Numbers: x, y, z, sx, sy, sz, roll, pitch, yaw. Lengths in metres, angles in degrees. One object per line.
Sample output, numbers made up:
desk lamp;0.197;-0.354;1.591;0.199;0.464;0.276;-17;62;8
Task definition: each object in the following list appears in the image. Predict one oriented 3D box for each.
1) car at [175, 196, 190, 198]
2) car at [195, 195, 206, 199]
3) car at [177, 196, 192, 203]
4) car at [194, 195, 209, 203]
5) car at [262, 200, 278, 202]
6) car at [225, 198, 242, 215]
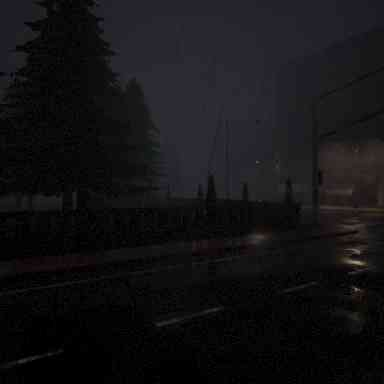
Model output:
car;-1.847;1.453;49.046;1.812;1.442;4.674;0;0;-10
car;1.728;1.526;48.722;1.895;1.301;4.718;0;0;-11
car;-1.433;1.489;67.798;1.812;1.442;4.674;0;0;14
car;1.956;1.412;66.919;1.882;1.535;5.008;0;0;14
car;8.027;1.492;34.134;1.994;1.385;4.181;0;0;-32
car;4.374;1.408;33.376;1.882;1.535;5.008;0;0;-30
